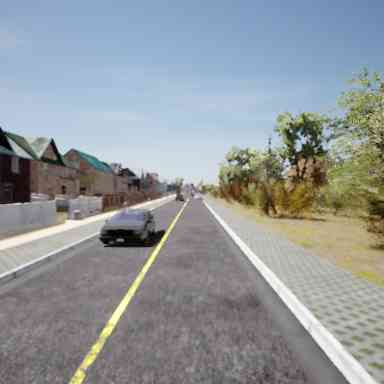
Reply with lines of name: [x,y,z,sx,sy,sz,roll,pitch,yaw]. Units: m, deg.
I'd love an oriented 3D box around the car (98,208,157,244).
car: [-2.762,1.469,15.503,2.033,1.411,5.357,0,0,0]

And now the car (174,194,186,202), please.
car: [-2.374,1.149,65.658,1.837,1.490,4.892,0,1,1]

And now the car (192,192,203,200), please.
car: [1.396,1.133,74.066,1.812,1.442,4.674,0,0,0]
